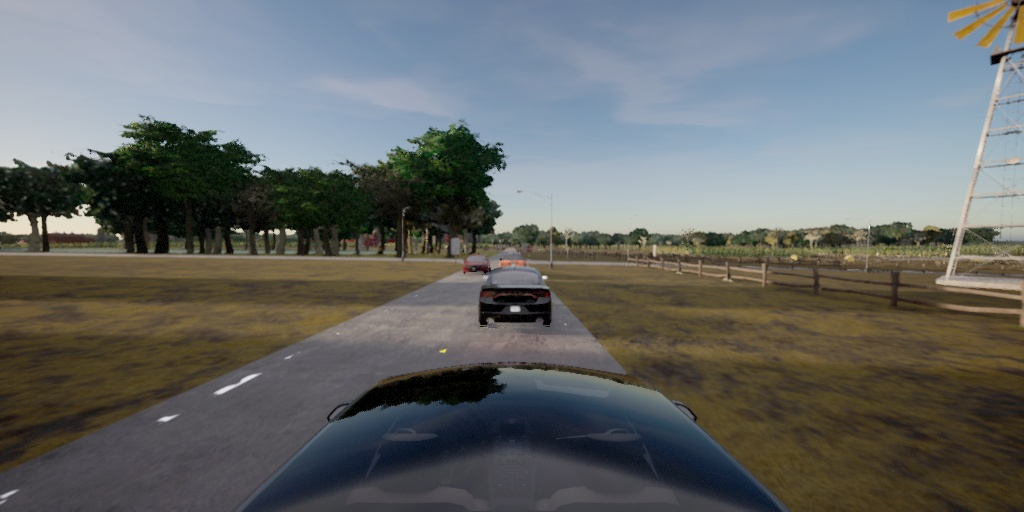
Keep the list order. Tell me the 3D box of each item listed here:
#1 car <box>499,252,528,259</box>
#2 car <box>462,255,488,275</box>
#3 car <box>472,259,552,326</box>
[{"bbox_3d":[0.109,0.552,26.736,2.097,1.767,4.553,0,1,0],"label":"car"},{"bbox_3d":[-2.808,0.625,28.980,1.882,1.535,5.008,0,1,0],"label":"car"},{"bbox_3d":[0.089,1.028,10.860,1.882,1.535,5.008,0,1,0],"label":"car"}]
